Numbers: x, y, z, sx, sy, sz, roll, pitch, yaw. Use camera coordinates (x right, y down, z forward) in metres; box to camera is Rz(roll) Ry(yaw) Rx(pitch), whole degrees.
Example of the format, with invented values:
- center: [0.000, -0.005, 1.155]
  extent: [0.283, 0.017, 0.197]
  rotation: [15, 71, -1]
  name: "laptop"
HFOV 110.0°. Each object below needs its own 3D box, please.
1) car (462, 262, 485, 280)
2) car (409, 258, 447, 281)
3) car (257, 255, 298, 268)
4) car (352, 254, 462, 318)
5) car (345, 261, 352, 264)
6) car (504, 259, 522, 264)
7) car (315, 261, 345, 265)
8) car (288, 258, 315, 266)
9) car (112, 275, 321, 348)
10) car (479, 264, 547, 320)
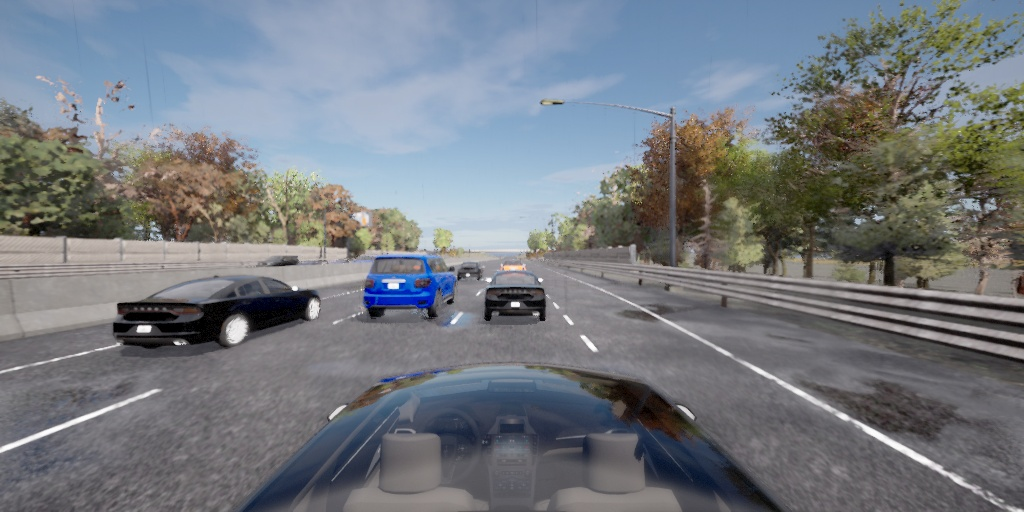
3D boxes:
- center: [-3.401, 1.219, 30.139]
  extent: [1.837, 1.490, 4.892]
  rotation: [0, 0, 0]
  name: "car"
- center: [-6.902, 1.066, 29.869]
  extent: [2.097, 1.767, 4.553]
  rotation: [0, 0, 0]
  name: "car"
- center: [-28.073, 0.929, 43.396]
  extent: [2.150, 2.045, 5.566]
  rotation: [0, 0, 0]
  name: "car"
- center: [-3.400, 0.954, 12.965]
  extent: [2.150, 2.045, 5.566]
  rotation: [0, 0, 0]
  name: "car"
- center: [-17.581, 0.929, 43.530]
  extent: [2.150, 2.045, 5.566]
  rotation: [0, 0, 0]
  name: "car"
- center: [0.096, 1.067, 29.837]
  extent: [2.097, 1.767, 4.553]
  rotation: [0, 0, 0]
  name: "car"
- center: [-21.082, 1.253, 43.463]
  extent: [2.033, 1.411, 5.357]
  rotation: [0, 0, 0]
  name: "car"
- center: [-24.578, 1.269, 43.583]
  extent: [1.994, 1.385, 4.181]
  rotation: [0, 0, 0]
  name: "car"
- center: [-6.900, 1.215, 9.201]
  extent: [1.882, 1.535, 5.008]
  rotation: [0, 0, 0]
  name: "car"
- center: [0.100, 1.211, 12.557]
  extent: [1.882, 1.535, 5.008]
  rotation: [0, 0, 0]
  name: "car"
